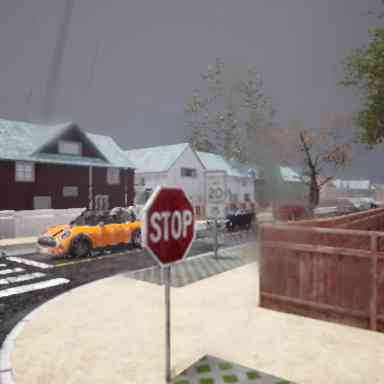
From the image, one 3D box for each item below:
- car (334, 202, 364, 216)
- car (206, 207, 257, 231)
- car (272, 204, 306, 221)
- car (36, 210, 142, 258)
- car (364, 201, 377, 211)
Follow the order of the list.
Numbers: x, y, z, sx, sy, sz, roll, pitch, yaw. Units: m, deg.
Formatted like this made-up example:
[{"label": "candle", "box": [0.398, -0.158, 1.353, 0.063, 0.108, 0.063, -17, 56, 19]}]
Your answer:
[{"label": "car", "box": [18.077, 2.067, 38.781, 2.033, 1.411, 5.357, -1, -1, 37]}, {"label": "car", "box": [2.866, 1.850, 23.413, 2.128, 1.511, 4.902, -1, -1, 37]}, {"label": "car", "box": [9.453, 1.937, 32.179, 1.882, 1.535, 5.008, -1, -1, 37]}, {"label": "car", "box": [-4.106, 1.599, 14.118, 2.097, 1.767, 4.553, -1, -1, 37]}, {"label": "car", "box": [26.487, 2.134, 49.992, 2.128, 1.511, 4.902, -1, -1, 37]}]
